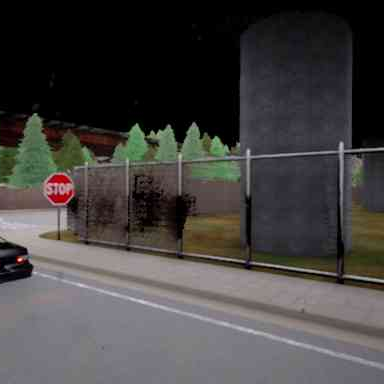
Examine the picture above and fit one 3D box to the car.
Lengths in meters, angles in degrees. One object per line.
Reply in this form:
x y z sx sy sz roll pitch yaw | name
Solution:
-6.118 1.501 8.323 5.357 1.411 2.033 0 0 36 | car
